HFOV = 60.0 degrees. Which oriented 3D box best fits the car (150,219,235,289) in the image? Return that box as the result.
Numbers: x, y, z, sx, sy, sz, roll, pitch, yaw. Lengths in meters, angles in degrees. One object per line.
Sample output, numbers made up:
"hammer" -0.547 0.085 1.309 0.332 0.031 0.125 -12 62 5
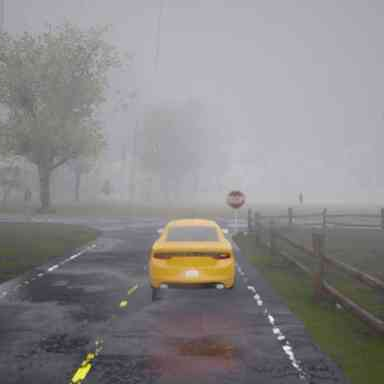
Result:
"car" 0.021 1.487 9.193 1.882 1.535 5.008 0 0 0
